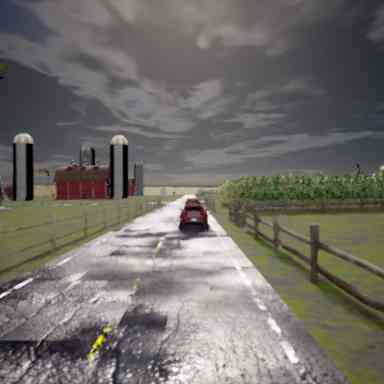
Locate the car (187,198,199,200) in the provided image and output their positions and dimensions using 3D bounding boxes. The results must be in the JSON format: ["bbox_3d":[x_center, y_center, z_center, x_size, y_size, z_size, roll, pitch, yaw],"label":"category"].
[{"bbox_3d":[0.122,1.476,40.090,1.882,1.535,5.008,0,0,0],"label":"car"}]

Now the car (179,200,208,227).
[{"bbox_3d":[0.119,1.522,22.426,1.812,1.442,4.674,0,0,0],"label":"car"}]
